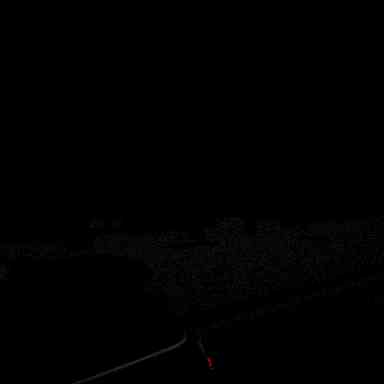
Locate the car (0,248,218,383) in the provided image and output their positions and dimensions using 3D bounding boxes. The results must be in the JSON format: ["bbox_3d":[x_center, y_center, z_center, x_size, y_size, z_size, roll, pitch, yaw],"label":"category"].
[{"bbox_3d":[-2.005,1.352,1.948,4.553,1.767,2.097,0,0,-36],"label":"car"}]
